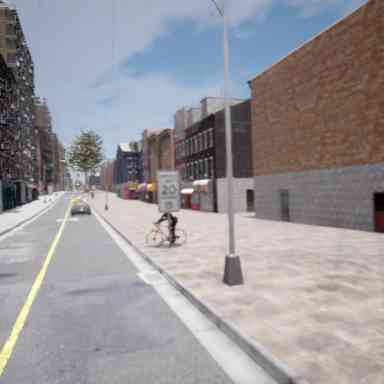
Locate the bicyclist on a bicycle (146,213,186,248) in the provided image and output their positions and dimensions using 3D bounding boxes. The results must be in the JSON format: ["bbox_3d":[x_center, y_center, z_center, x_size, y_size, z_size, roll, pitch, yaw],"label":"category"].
[{"bbox_3d":[-1.025,1.363,13.121,1.656,1.620,0.582,-2,0,-19],"label":"bicyclist on a bicycle"}]

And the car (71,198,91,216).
[{"bbox_3d":[-12.014,1.771,36.020,1.994,1.385,4.181,-2,1,-19],"label":"car"}]
